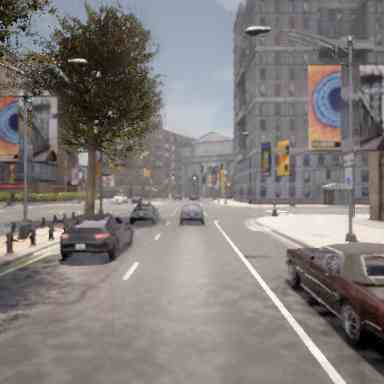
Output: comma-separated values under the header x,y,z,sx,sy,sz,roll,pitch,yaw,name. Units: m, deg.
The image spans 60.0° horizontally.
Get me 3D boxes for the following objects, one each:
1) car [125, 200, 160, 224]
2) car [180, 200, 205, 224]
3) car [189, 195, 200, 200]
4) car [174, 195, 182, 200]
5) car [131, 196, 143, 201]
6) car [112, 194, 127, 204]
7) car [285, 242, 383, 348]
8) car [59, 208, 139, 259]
x,y,z,sx,sy,sz,roll,pitch,yaw,name
-3.562,1.606,25.447,2.033,1.411,5.357,0,0,-2,car
0.033,1.606,25.435,2.033,1.411,5.357,0,0,1,car
0.689,1.622,92.267,1.837,1.490,4.892,0,0,20,car
-3.881,1.526,92.240,1.837,1.490,4.892,0,0,-8,car
-11.482,1.637,69.359,1.882,1.535,5.008,0,0,0,car
-14.982,1.385,69.304,2.150,2.045,5.566,0,0,0,car
3.251,1.609,6.322,1.895,1.301,4.718,0,0,0,car
-3.454,1.556,12.666,1.812,1.442,4.674,0,0,1,car
